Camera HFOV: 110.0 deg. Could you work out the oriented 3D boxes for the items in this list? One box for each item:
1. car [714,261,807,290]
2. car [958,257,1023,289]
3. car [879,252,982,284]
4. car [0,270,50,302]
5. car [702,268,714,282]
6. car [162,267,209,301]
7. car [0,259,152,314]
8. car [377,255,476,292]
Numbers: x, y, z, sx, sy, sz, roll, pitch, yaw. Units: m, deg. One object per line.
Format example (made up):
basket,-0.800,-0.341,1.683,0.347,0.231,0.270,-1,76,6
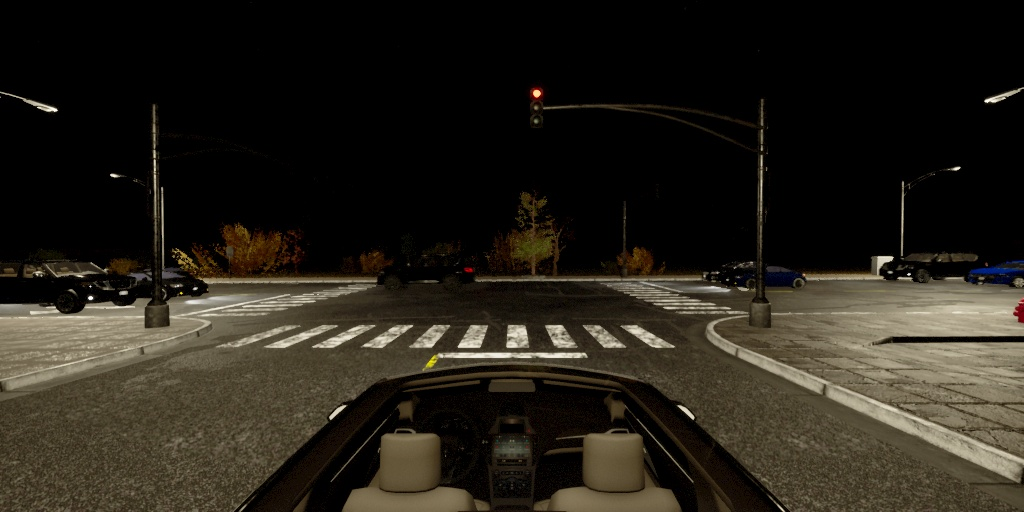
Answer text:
car,14.492,1.186,20.789,4.181,1.385,1.994,-1,1,0
car,29.583,1.010,20.667,5.008,1.535,1.882,0,1,0
car,28.039,0.723,23.927,5.566,2.045,2.150,0,1,1
car,-26.760,1.482,17.661,5.357,1.411,2.033,0,1,0
car,15.374,1.068,24.031,4.902,1.511,2.128,0,1,0
car,-17.520,1.437,17.589,4.181,1.385,1.994,0,1,0
car,-18.275,1.140,14.339,5.566,2.045,2.150,0,1,0
car,-4.885,0.955,20.958,5.566,2.045,2.150,0,0,0
